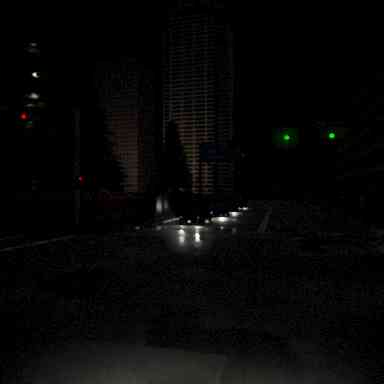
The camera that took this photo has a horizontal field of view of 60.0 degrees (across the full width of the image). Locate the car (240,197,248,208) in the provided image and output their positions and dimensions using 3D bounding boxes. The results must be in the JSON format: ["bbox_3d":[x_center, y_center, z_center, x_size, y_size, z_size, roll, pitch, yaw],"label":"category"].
[{"bbox_3d":[9.438,2.197,62.326,2.033,1.411,5.357,0,-1,15],"label":"car"}]

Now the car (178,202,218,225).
[{"bbox_3d":[0.449,1.841,27.320,2.033,1.411,5.357,0,-1,14],"label":"car"}]

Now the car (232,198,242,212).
[{"bbox_3d":[5.469,1.998,47.029,1.837,1.490,4.892,0,0,14],"label":"car"}]

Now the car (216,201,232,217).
[{"bbox_3d":[2.961,1.872,37.187,1.882,1.535,5.008,0,-1,14],"label":"car"}]
